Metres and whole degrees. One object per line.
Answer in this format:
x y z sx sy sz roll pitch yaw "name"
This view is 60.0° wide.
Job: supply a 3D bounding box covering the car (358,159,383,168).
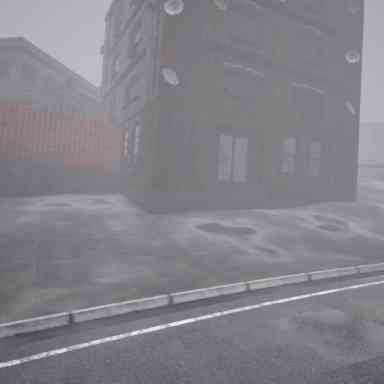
22.585 -3.264 42.057 4.553 1.767 2.185 2 -3 16 "car"
